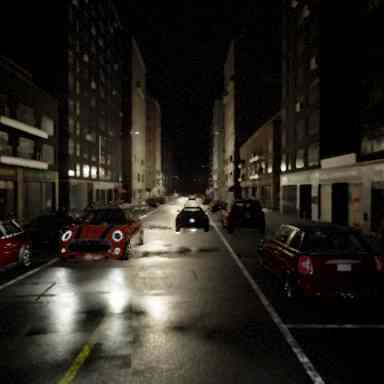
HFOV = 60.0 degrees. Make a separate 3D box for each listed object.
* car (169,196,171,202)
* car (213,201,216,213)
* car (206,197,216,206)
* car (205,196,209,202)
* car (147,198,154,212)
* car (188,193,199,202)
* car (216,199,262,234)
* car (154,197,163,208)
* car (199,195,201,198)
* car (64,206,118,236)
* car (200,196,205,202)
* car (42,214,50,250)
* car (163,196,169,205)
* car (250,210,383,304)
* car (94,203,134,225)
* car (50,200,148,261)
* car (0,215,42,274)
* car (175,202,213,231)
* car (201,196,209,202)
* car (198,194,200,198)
[{"bbox_3d":[-5.638,1.564,63.462,2.008,1.369,4.403,-1,0,0],"label":"car"},{"bbox_3d":[2.863,1.574,24.759,1.947,1.339,4.313,-1,0,0],"label":"car"},{"bbox_3d":[2.871,1.578,35.817,1.947,1.339,4.313,-1,0,0],"label":"car"},{"bbox_3d":[2.873,1.539,41.517,1.752,1.417,4.829,-1,0,0],"label":"car"},{"bbox_3d":[-5.655,1.559,35.809,2.008,1.369,4.403,-1,0,0],"label":"car"},{"bbox_3d":[0.044,1.411,73.436,2.033,1.411,5.357,0,0,0],"label":"car"},{"bbox_3d":[2.858,1.321,19.230,2.192,1.841,5.009,-1,0,0],"label":"car"},{"bbox_3d":[-5.648,1.577,46.870,1.947,1.339,4.313,-1,0,0],"label":"car"},{"bbox_3d":[2.887,1.568,63.464,2.008,1.369,4.403,-1,0,0],"label":"car"},{"bbox_3d":[-5.665,1.584,19.217,1.802,1.307,4.206,-1,0,0],"label":"car"},{"bbox_3d":[2.884,1.562,57.935,1.887,1.381,4.507,-1,0,0],"label":"car"},{"bbox_3d":[-5.668,1.566,13.686,1.947,1.339,4.313,-1,0,0],"label":"car"},{"bbox_3d":[-5.642,1.557,57.932,1.887,1.381,4.507,-1,0,0],"label":"car"},{"bbox_3d":[2.852,1.443,8.171,1.967,1.590,4.097,-1,0,0],"label":"car"},{"bbox_3d":[-5.662,1.570,24.747,1.947,1.339,4.313,-1,0,0],"label":"car"},{"bbox_3d":[-3.067,1.353,12.149,2.097,1.767,4.553,0,0,0],"label":"car"},{"bbox_3d":[-5.673,1.439,8.155,1.967,1.590,4.097,-1,0,0],"label":"car"},{"bbox_3d":[0.011,1.569,20.625,1.994,1.385,4.181,0,0,0],"label":"car"},{"bbox_3d":[2.895,1.600,74.523,1.802,1.307,4.206,-1,0,0],"label":"car"},{"bbox_3d":[2.891,1.584,68.993,1.947,1.339,4.313,-1,0,0],"label":"car"}]
